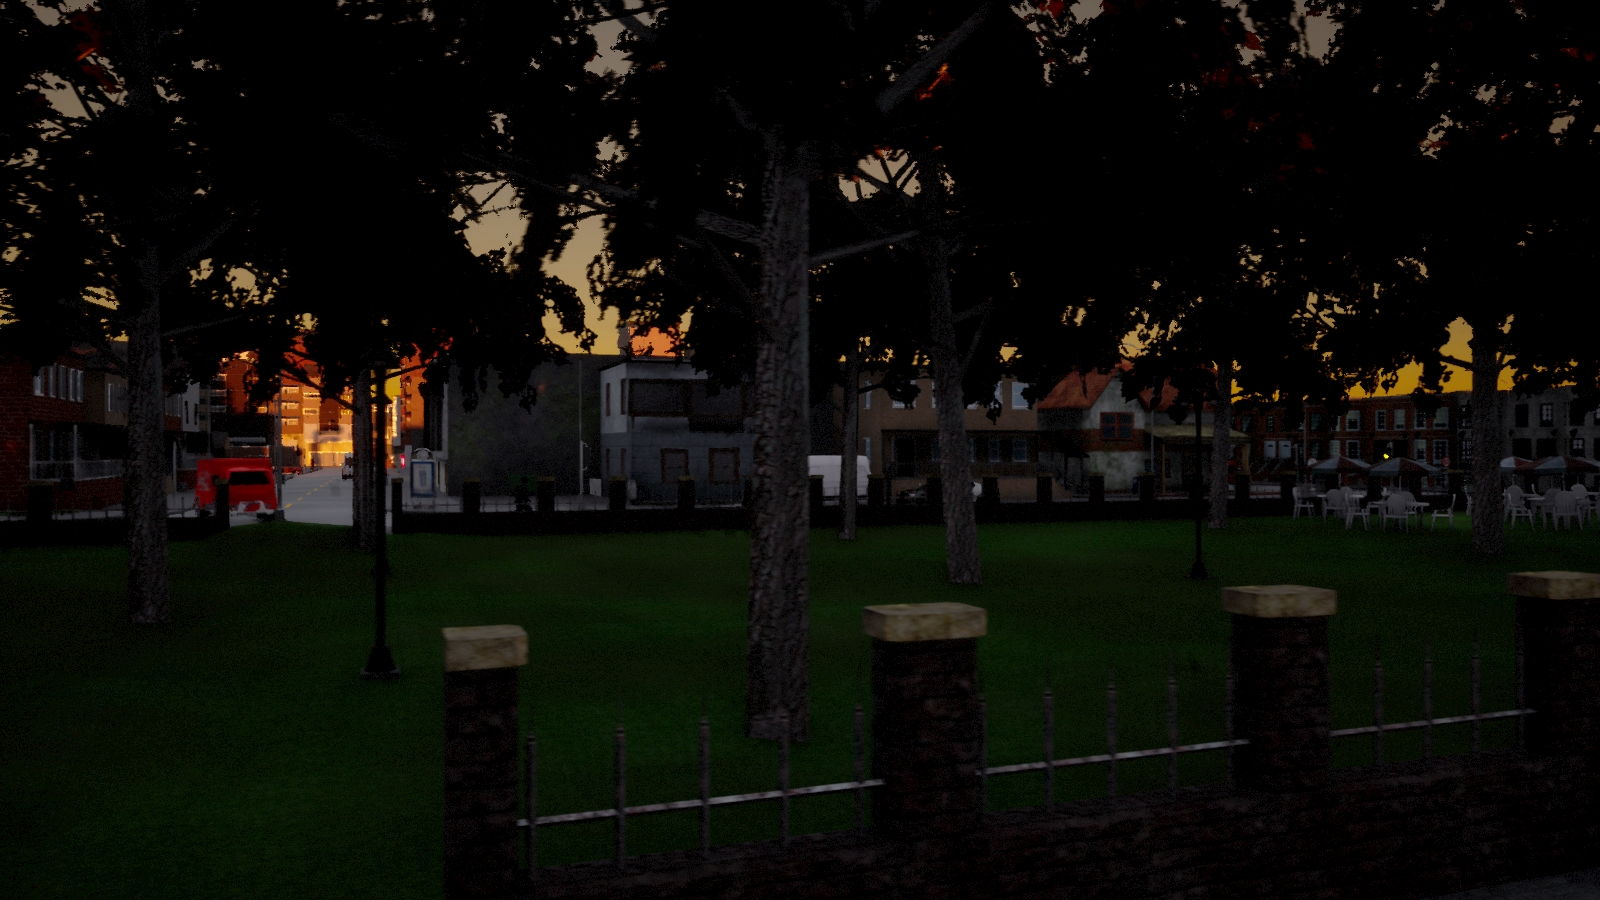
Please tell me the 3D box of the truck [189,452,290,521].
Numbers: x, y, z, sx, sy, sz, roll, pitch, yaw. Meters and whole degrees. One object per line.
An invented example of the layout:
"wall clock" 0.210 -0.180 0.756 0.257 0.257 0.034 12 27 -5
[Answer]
"truck" -22.097 1.343 44.913 2.627 2.467 5.204 -1 1 -37

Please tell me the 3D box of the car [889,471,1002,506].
"car" 6.956 1.818 54.693 4.974 1.542 2.038 0 0 -21

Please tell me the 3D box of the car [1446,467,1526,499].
"car" 37.014 1.780 61.647 3.988 1.617 1.851 0 0 -27

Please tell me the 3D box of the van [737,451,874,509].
"van" 0.265 1.315 52.139 5.915 2.561 1.988 0 0 -20

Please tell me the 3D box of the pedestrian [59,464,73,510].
"pedestrian" -30.208 1.516 47.030 0.375 1.860 0.375 0 0 -12

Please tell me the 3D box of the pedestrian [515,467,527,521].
"pedestrian" -9.716 1.525 39.791 0.375 1.860 0.375 0 0 -15
